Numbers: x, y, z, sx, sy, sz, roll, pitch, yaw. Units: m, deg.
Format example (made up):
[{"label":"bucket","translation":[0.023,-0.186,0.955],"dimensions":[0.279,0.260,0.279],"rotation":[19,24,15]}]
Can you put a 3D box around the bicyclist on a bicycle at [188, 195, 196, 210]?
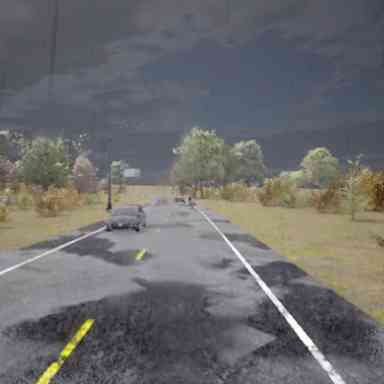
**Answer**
[{"label":"bicyclist on a bicycle","translation":[0.113,1.421,39.952],"dimensions":[0.866,1.612,1.509],"rotation":[0,0,-2]}]

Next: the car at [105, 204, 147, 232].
[{"label":"car","translation":[-3.829,1.503,19.945],"dimensions":[1.837,1.490,4.892],"rotation":[0,0,-1]}]

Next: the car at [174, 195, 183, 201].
[{"label":"car","translation":[-3.309,1.502,80.359],"dimensions":[1.895,1.301,4.718],"rotation":[0,0,-5]}]

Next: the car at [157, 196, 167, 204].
[{"label":"car","translation":[-5.501,1.520,61.866],"dimensions":[2.033,1.411,5.357],"rotation":[0,0,-3]}]

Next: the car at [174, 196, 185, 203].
[{"label":"car","translation":[-2.513,1.479,69.845],"dimensions":[1.812,1.442,4.674],"rotation":[0,0,-4]}]

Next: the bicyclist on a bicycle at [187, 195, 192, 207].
[{"label":"bicyclist on a bicycle","translation":[-0.318,1.348,49.456],"dimensions":[0.659,1.776,1.843],"rotation":[0,0,-3]}]
